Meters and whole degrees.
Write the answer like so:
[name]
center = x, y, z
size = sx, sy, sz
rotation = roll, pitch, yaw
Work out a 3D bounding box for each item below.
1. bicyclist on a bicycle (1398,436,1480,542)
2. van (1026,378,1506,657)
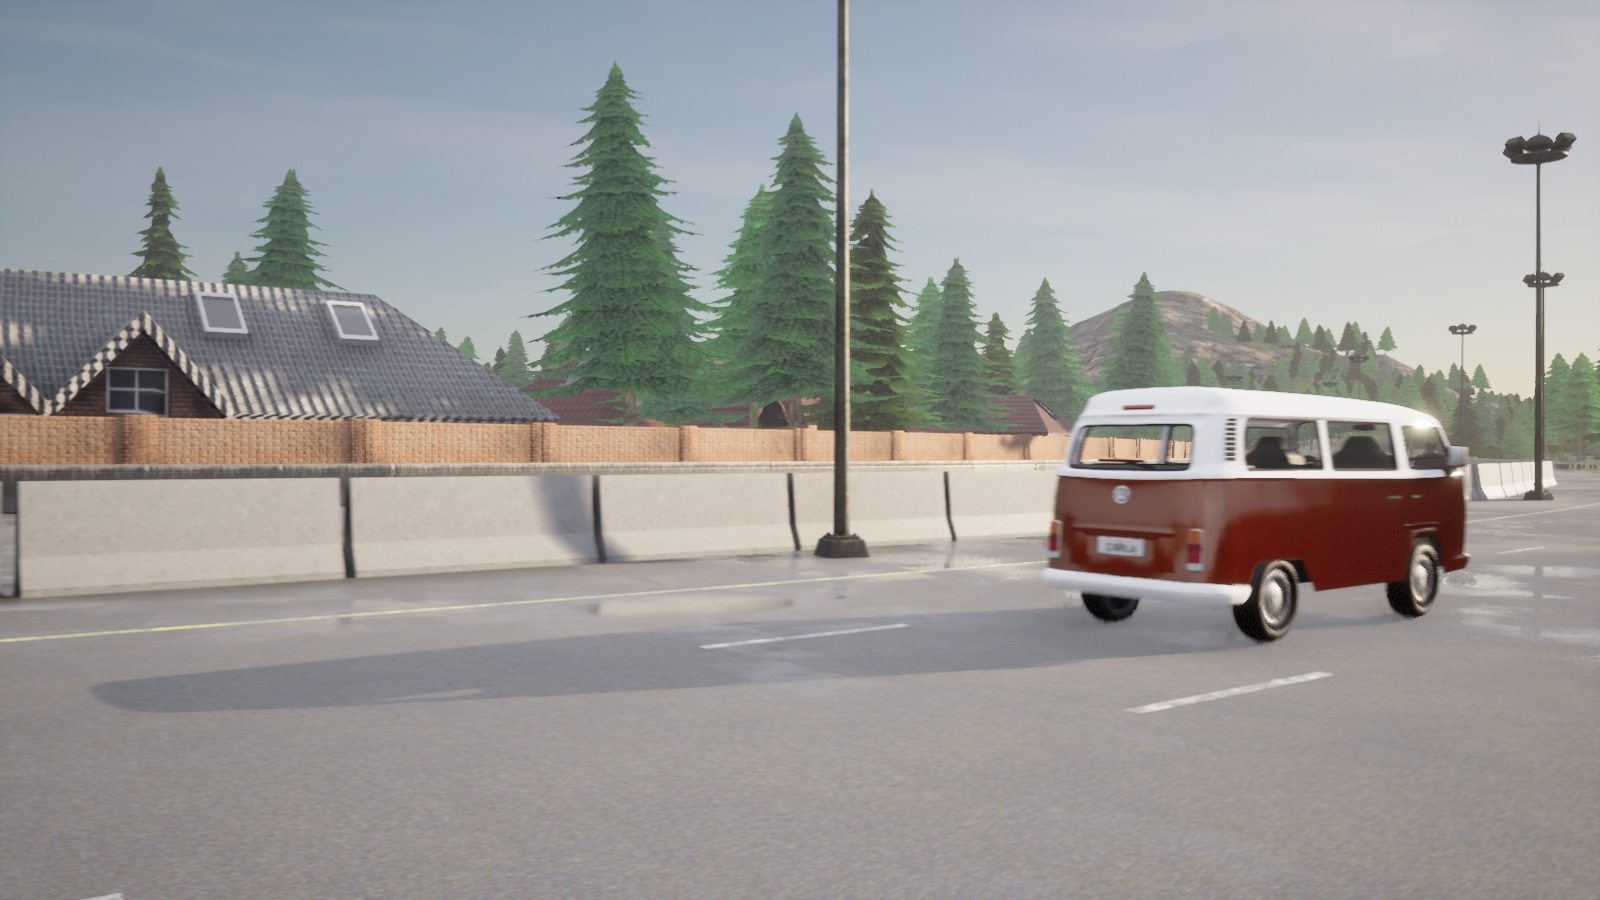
[bicyclist on a bicycle]
center = 11.169, 0.650, 21.927
size = 1.843, 1.776, 0.659
rotation = 0, -1, -43
[van]
center = 4.342, 0.489, 11.385
size = 4.480, 2.038, 2.069
rotation = 0, 0, -39
